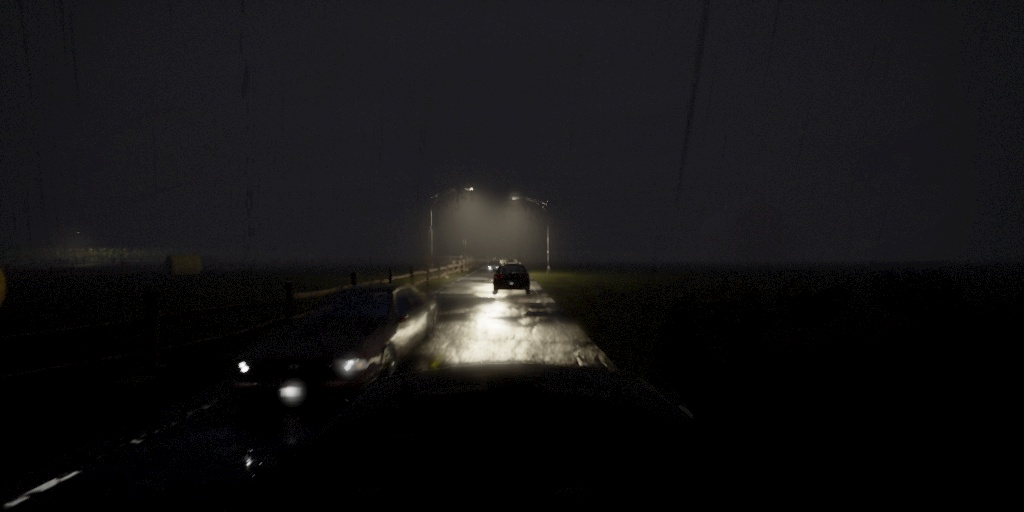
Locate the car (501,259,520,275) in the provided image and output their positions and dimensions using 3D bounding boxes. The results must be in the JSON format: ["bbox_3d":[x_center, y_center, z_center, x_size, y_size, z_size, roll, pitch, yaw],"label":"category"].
[{"bbox_3d":[-0.134,1.083,38.301,1.837,1.490,4.892,-1,1,0],"label":"car"}]

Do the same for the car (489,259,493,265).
[{"bbox_3d":[-3.089,1.114,63.530,1.895,1.301,4.718,-1,0,0],"label":"car"}]

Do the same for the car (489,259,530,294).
[{"bbox_3d":[-0.026,1.143,19.759,1.882,1.535,5.008,-1,1,0],"label":"car"}]

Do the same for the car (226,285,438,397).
[{"bbox_3d":[-2.795,1.310,7.155,2.033,1.411,5.357,-1,0,0],"label":"car"}]
